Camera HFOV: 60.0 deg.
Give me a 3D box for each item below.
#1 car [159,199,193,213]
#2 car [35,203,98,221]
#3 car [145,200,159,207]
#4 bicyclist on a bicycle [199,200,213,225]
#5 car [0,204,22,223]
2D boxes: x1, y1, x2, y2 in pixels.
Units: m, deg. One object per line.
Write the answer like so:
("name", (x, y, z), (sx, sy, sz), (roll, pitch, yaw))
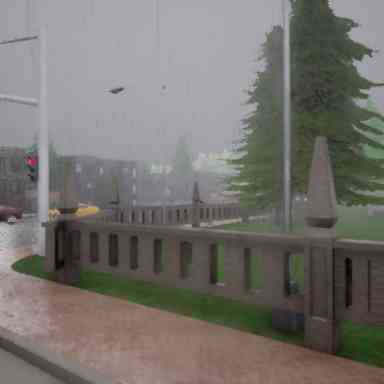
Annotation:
("car", (-1.072, 1.620, 38.317), (2.128, 1.511, 4.902), (0, 0, 36))
("car", (-9.752, 1.605, 26.255), (1.882, 1.535, 5.008), (0, 0, 36))
("car", (-3.891, 1.711, 40.392), (1.994, 1.385, 4.181), (0, 0, 36))
("bicyclist on a bicycle", (0.717, 1.368, 22.034), (1.656, 1.620, 0.582), (-1, 0, 35))
("car", (-15.260, 1.625, 24.562), (1.882, 1.535, 5.008), (0, 0, 36))
